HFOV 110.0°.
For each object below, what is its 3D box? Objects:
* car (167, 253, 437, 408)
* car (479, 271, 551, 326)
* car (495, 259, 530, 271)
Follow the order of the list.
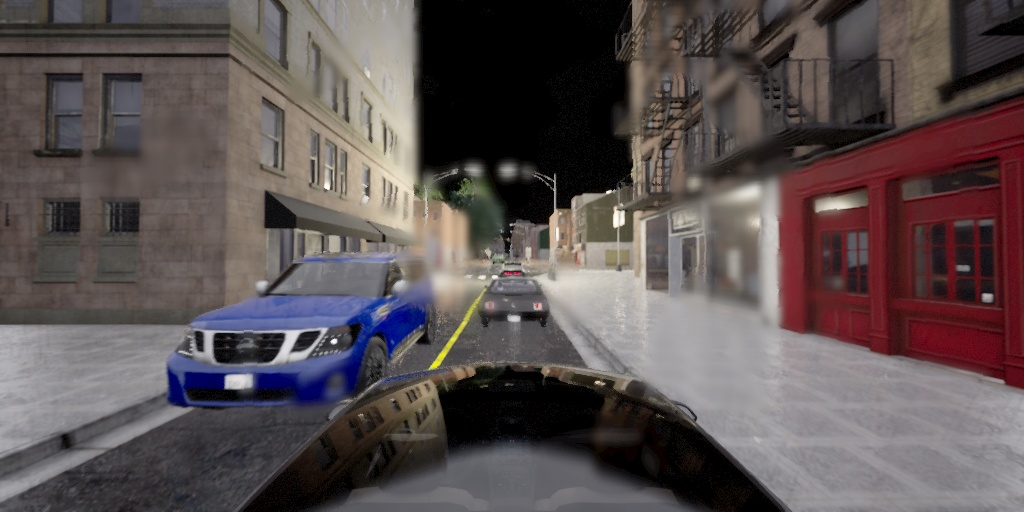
[{"bbox_3d":[-2.859,0.956,6.511,2.150,2.045,5.566,0,0,0],"label":"car"},{"bbox_3d":[0.076,1.317,11.457,1.895,1.301,4.718,0,0,0],"label":"car"},{"bbox_3d":[0.060,1.172,23.045,1.837,1.490,4.892,0,0,0],"label":"car"}]
